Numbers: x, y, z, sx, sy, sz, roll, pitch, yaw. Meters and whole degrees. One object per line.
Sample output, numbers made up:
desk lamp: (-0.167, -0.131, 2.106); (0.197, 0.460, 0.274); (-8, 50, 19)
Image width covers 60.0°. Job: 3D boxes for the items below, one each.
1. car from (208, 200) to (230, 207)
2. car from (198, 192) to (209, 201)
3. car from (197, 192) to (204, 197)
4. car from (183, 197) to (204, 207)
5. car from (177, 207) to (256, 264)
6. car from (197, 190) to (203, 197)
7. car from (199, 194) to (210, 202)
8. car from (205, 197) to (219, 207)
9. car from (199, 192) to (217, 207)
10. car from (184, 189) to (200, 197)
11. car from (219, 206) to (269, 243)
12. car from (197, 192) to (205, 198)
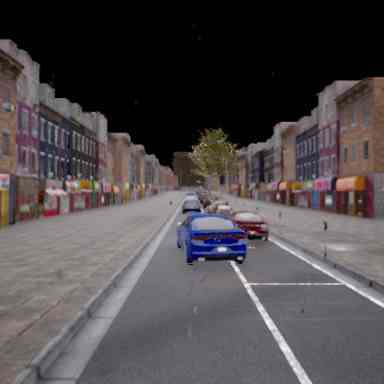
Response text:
car: (2.551, 1.640, 27.629); (1.802, 1.307, 4.206); (1, 0, 0)
car: (2.407, 0.896, 72.097); (2.192, 1.841, 5.009); (2, 1, 0)
car: (2.324, 0.737, 94.323); (1.947, 1.339, 4.313); (2, 1, 0)
car: (-0.036, 1.575, 37.296); (1.994, 1.385, 4.181); (0, 0, 0)
car: (0.543, 1.534, 12.157); (1.882, 1.535, 5.008); (0, 0, -8)
car: (2.465, 1.142, 55.425); (2.192, 1.841, 5.009); (1, 1, 0)
car: (2.420, 1.235, 66.542); (1.947, 1.339, 4.313); (2, 1, 0)
car: (2.533, 1.560, 33.359); (1.752, 1.417, 4.829); (1, 0, 0)
car: (2.502, 1.271, 44.306); (2.192, 1.841, 5.009); (1, 1, 0)
car: (-0.104, 1.044, 55.826); (2.150, 2.045, 5.566); (0, 1, 0)
car: (2.589, 1.610, 16.508); (1.887, 1.381, 4.507); (1, 0, 0)
car: (2.343, 0.847, 88.767); (1.947, 1.339, 4.313); (2, 1, 0)
